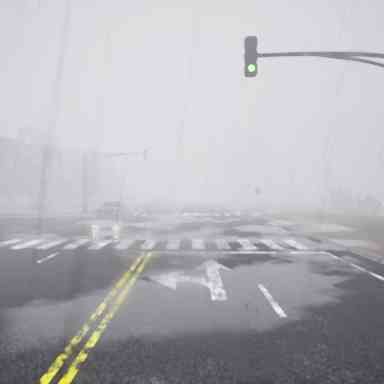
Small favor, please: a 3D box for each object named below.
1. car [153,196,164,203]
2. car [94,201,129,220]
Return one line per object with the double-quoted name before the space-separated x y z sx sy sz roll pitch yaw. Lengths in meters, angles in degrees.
"car" -6.403 1.431 64.302 2.033 1.411 5.357 0 0 0
"car" -6.454 1.446 27.051 1.882 1.535 5.008 0 0 0
